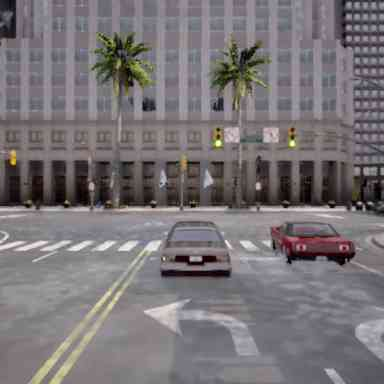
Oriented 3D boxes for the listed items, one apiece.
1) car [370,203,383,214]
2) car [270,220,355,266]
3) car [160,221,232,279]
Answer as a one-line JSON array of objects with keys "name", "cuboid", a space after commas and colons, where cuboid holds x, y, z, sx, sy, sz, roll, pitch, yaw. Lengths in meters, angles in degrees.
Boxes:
[{"name": "car", "cuboid": [21.327, 1.503, 34.977, 4.553, 1.767, 2.097, 0, 0, 0]}, {"name": "car", "cuboid": [3.979, 1.653, 11.847, 1.895, 1.301, 4.718, 0, 0, 6]}, {"name": "car", "cuboid": [0.083, 1.592, 10.140, 2.033, 1.411, 5.357, 0, 0, 0]}]
